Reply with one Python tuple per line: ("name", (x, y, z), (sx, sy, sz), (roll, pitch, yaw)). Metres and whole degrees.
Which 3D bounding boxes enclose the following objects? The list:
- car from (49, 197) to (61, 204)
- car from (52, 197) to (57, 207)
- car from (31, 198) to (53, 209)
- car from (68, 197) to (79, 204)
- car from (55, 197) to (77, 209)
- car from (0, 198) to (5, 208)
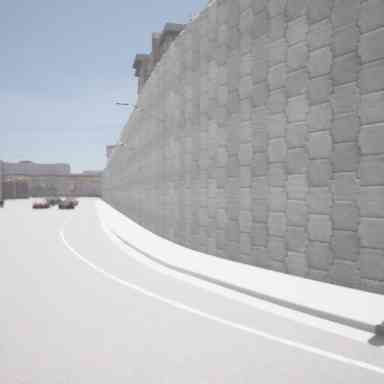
("car", (-27.955, 1.701, 67.895), (1.994, 1.385, 4.181), (0, 0, -17))
("car", (-25.067, 1.773, 58.346), (1.837, 1.490, 4.892), (0, 0, -17))
("car", (-22.146, 1.821, 48.804), (1.895, 1.301, 4.718), (0, 0, -16))
("car", (-24.614, 1.764, 68.937), (1.895, 1.301, 4.718), (0, 0, -17))
("car", (-18.364, 1.798, 48.638), (1.994, 1.385, 4.181), (0, 0, -17))
("car", (-30.205, 1.692, 50.999), (2.128, 1.511, 4.902), (0, 0, -16))
